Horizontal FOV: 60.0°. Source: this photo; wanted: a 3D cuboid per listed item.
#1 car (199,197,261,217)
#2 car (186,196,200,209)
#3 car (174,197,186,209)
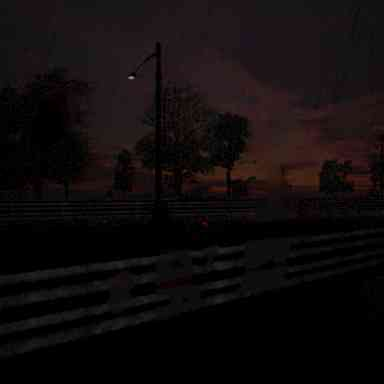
[{"bbox_3d":[3.396,1.167,27.308,4.892,1.490,1.837,0,0,-22],"label":"car"},{"bbox_3d":[1.962,1.243,30.514,4.181,1.385,1.994,0,0,-22],"label":"car"},{"bbox_3d":[0.539,1.175,33.706,4.892,1.490,1.837,0,0,-22],"label":"car"}]
